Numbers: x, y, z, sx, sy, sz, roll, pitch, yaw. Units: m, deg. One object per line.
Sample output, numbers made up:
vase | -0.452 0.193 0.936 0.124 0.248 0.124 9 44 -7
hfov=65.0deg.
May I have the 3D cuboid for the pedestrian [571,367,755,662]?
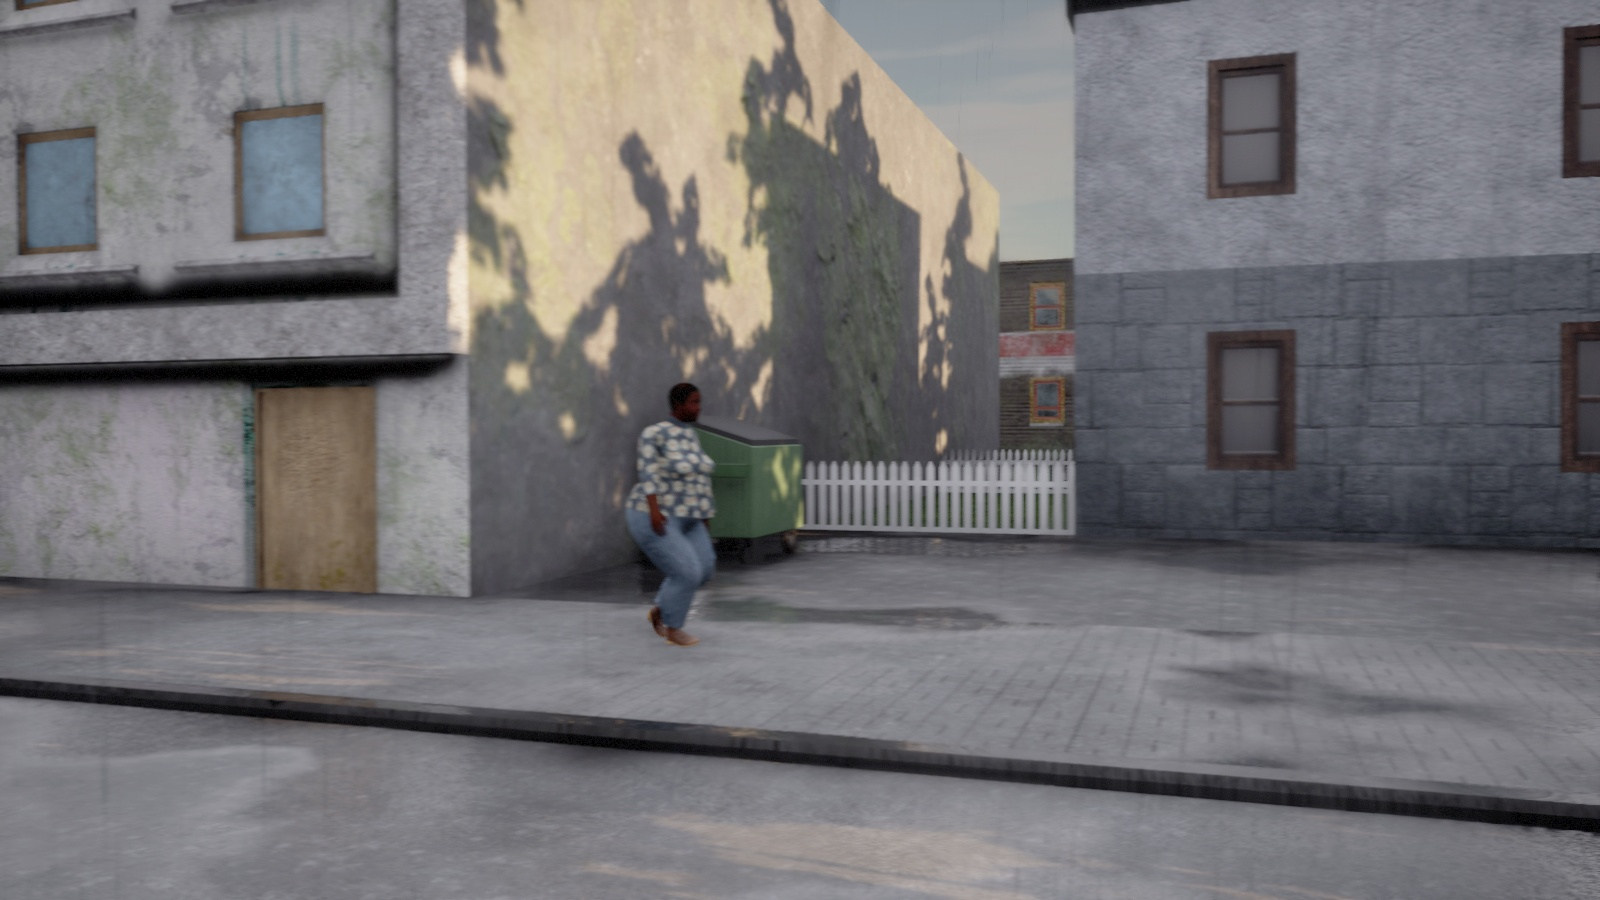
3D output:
pedestrian | -0.913 0.397 8.494 0.900 1.855 0.874 1 1 27
